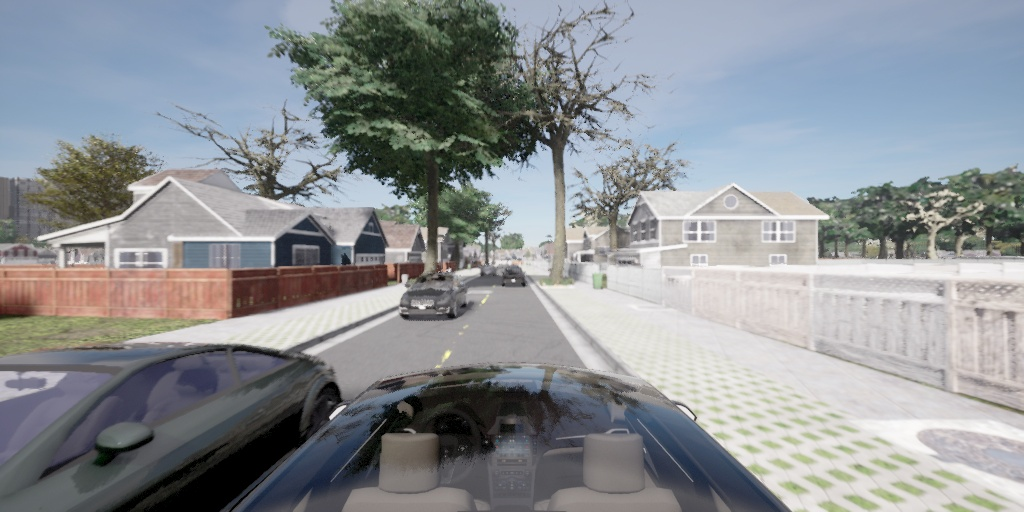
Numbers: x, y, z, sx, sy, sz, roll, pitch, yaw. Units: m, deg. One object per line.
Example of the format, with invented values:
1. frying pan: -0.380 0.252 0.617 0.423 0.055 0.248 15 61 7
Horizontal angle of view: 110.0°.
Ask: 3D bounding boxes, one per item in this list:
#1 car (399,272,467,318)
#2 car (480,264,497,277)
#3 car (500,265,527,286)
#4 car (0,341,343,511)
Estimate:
1. car: -2.832 1.399 13.741 1.837 1.490 4.892 0 0 0
2. car: -2.821 1.735 43.566 2.128 1.511 4.902 0 -1 0
3. car: 0.100 1.578 28.800 1.837 1.490 4.892 0 -1 0
4. car: -2.847 1.320 2.232 1.994 1.385 4.181 0 -1 0
